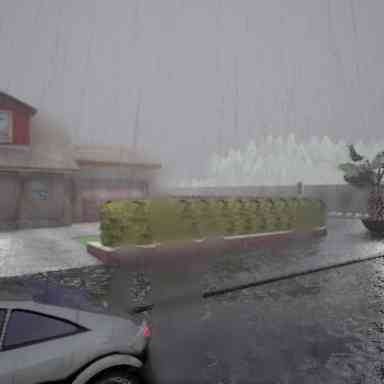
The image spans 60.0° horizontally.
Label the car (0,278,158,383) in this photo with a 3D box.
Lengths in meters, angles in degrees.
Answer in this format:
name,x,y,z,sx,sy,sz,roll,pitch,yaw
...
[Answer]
name,x,y,z,sx,sy,sz,roll,pitch,yaw
car,-2.409,1.562,2.869,4.181,1.385,1.994,0,0,-35
